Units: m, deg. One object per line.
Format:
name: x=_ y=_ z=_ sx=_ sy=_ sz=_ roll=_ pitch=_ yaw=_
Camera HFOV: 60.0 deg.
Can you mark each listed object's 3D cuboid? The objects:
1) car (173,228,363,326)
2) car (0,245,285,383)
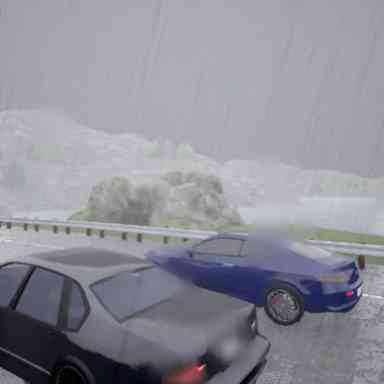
car: x=0.935 y=1.497 z=6.954 sx=4.674 sy=1.442 sz=1.812 roll=0 pitch=0 yaw=34
car: x=-1.722 y=1.526 z=4.572 sx=5.357 sy=1.411 sz=2.033 roll=0 pitch=0 yaw=34
